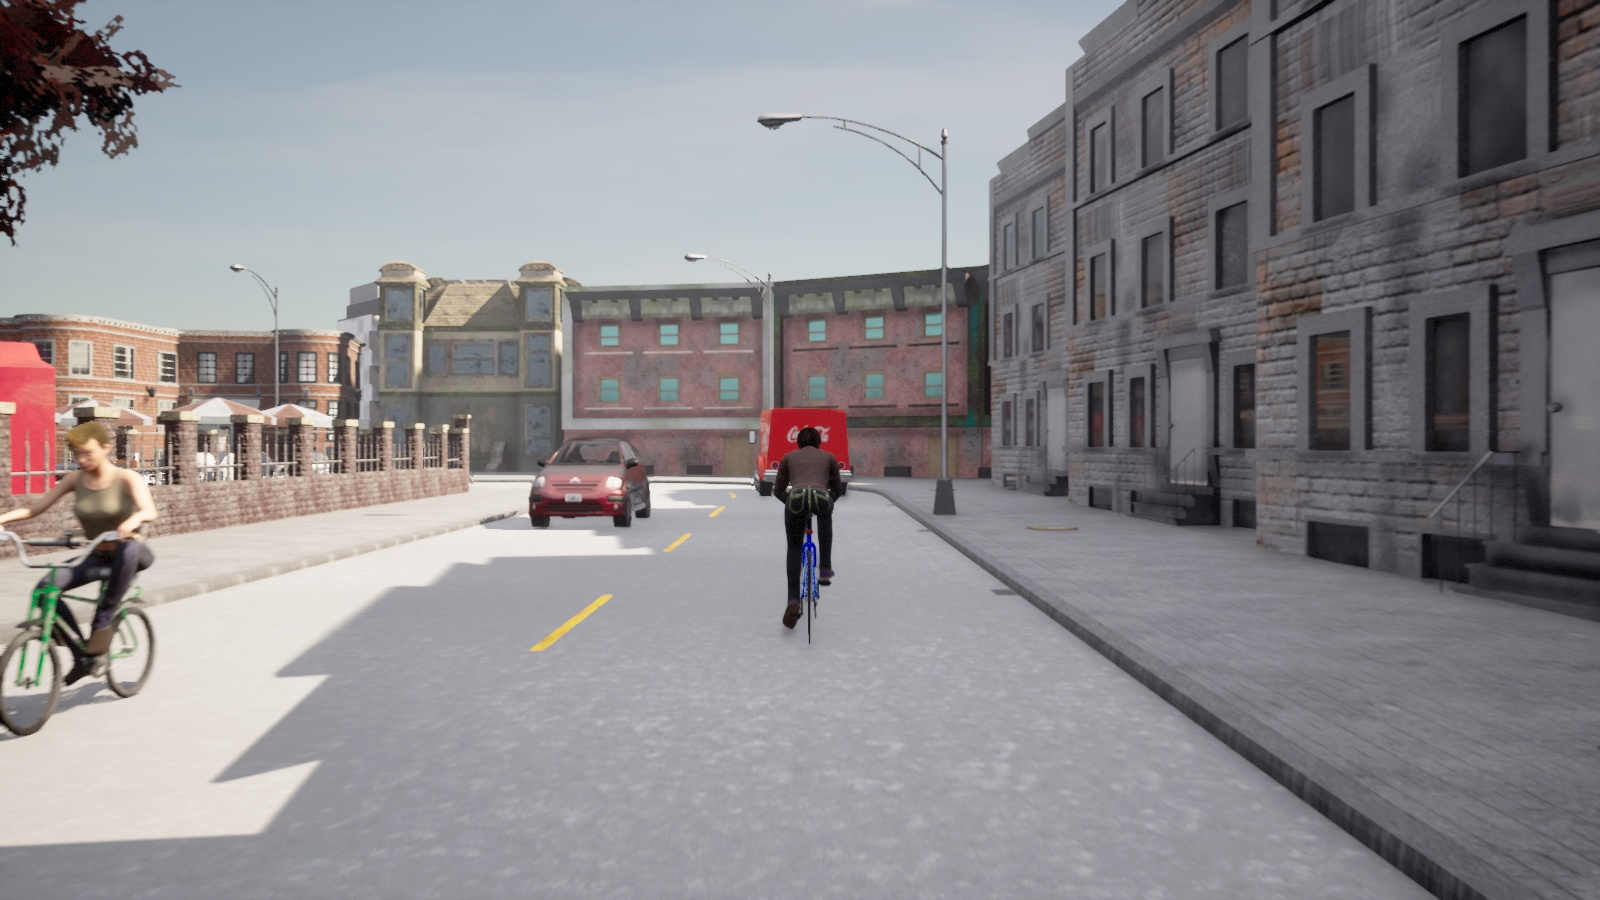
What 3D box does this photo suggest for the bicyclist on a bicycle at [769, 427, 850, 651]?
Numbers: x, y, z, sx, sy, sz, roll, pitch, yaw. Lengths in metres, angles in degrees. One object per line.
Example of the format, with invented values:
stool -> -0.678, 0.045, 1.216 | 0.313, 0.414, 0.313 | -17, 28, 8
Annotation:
bicyclist on a bicycle -> 0.072, 0.643, 9.906 | 0.582, 1.620, 1.656 | 0, 0, 0

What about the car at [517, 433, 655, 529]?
car -> -3.850, 0.510, 23.279 | 1.851, 1.617, 3.988 | 0, 0, 0

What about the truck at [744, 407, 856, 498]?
truck -> -0.107, 0.053, 36.883 | 2.627, 2.467, 5.204 | 1, 0, -7

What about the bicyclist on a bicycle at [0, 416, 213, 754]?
bicyclist on a bicycle -> -3.946, 0.642, 6.746 | 0.866, 1.612, 1.509 | 0, 0, 0
